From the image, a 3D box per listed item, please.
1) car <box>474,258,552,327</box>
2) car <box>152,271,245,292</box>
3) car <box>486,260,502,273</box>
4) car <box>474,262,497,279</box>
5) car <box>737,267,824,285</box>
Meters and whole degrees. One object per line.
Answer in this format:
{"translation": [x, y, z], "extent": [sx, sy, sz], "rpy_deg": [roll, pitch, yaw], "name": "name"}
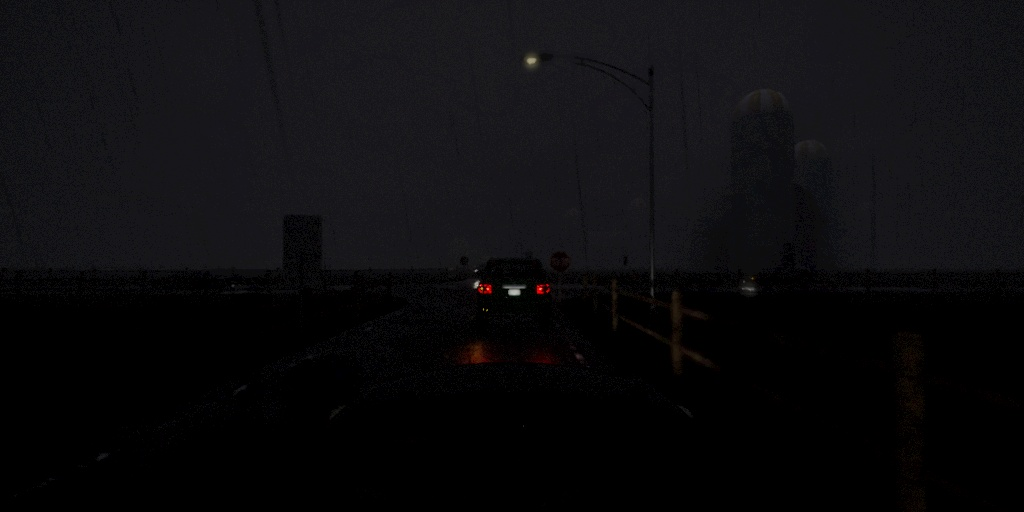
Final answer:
{"translation": [0.023, 1.088, 12.163], "extent": [2.150, 2.045, 5.566], "rpy_deg": [0, -1, -1], "name": "car"}
{"translation": [-20.624, 1.674, 23.733], "extent": [4.718, 1.301, 1.895], "rpy_deg": [0, 0, 0], "name": "car"}
{"translation": [-2.823, 1.693, 57.302], "extent": [2.150, 2.045, 5.566], "rpy_deg": [0, -1, 0], "name": "car"}
{"translation": [-2.881, 1.570, 39.513], "extent": [2.097, 1.767, 4.553], "rpy_deg": [0, -1, 1], "name": "car"}
{"translation": [19.871, 1.540, 26.603], "extent": [5.357, 1.411, 2.033], "rpy_deg": [0, 0, 0], "name": "car"}
